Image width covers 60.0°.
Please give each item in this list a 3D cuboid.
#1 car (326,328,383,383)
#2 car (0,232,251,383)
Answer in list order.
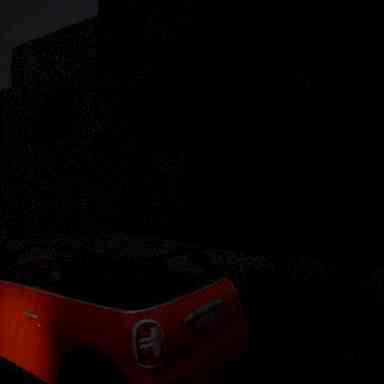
[{"bbox_3d":[2.915,1.352,1.452,4.553,1.767,2.185,0,0,35],"label":"car"},{"bbox_3d":[-1.583,1.360,4.661,4.553,1.767,2.185,0,0,35],"label":"car"}]
